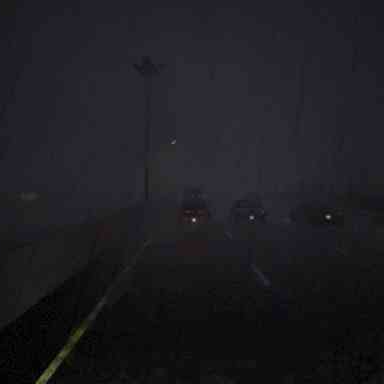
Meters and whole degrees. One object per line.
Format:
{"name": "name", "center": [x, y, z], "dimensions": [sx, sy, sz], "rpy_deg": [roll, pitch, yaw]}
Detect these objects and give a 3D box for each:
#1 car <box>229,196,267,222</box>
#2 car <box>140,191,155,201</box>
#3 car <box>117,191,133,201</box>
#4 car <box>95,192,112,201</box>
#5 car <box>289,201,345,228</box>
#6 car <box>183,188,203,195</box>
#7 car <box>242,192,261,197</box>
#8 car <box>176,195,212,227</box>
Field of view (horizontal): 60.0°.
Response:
{"name": "car", "center": [3.608, 1.212, 22.297], "dimensions": [1.895, 1.301, 4.718], "rpy_deg": [0, 1, 0]}
{"name": "car", "center": [-6.994, 0.626, 52.615], "dimensions": [1.882, 1.535, 5.008], "rpy_deg": [0, -1, 0]}
{"name": "car", "center": [-10.496, 0.623, 52.392], "dimensions": [1.882, 1.535, 5.008], "rpy_deg": [0, -1, 0]}
{"name": "car", "center": [-13.991, 0.677, 53.004], "dimensions": [1.812, 1.442, 4.674], "rpy_deg": [0, -1, 0]}
{"name": "car", "center": [7.107, 1.232, 19.326], "dimensions": [1.994, 1.385, 4.181], "rpy_deg": [0, 1, 0]}
{"name": "car", "center": [0.113, 0.508, 39.240], "dimensions": [2.150, 2.045, 5.566], "rpy_deg": [0, 1, 0]}
{"name": "car", "center": [7.113, 0.768, 39.727], "dimensions": [2.128, 1.511, 4.902], "rpy_deg": [0, 1, 0]}
{"name": "car", "center": [0.107, 1.163, 19.839], "dimensions": [1.837, 1.490, 4.892], "rpy_deg": [0, 1, 0]}
